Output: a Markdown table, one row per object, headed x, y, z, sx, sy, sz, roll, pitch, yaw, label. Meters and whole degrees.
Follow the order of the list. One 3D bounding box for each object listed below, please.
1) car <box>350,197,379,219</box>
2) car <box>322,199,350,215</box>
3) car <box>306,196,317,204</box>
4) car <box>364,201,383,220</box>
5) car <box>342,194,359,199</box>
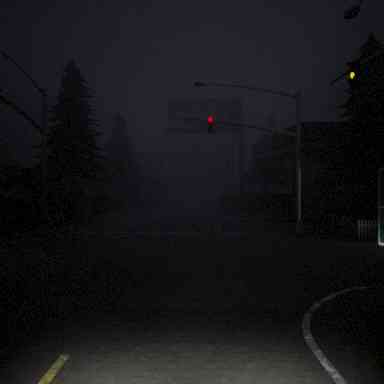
| x | y | z | sx | sy | sz | roll | pitch | yaw | label |
| --- | --- | --- | --- | --- | --- | --- | --- | --- | --- |
| 14.400 | 1.504 | 24.900 | 3.866 | 1.878 | 1.905 | 0 | 0 | 0 | car |
| 16.542 | 1.754 | 36.786 | 4.181 | 1.385 | 1.994 | 0 | 0 | -16 | car |
| 22.585 | 1.550 | 63.956 | 1.970 | 1.475 | 3.806 | 0 | 0 | 0 | car |
| 18.734 | 1.670 | 30.565 | 4.611 | 1.667 | 2.242 | 0 | 0 | 0 | car |
| 34.998 | 1.487 | 71.732 | 2.007 | 1.523 | 4.514 | 0 | 0 | 0 | car |
